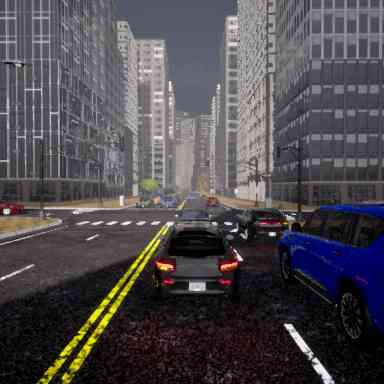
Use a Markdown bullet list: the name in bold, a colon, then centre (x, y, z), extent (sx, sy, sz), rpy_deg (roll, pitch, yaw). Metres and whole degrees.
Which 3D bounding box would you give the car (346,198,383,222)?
- **car**: centre (16.175, 1.519, 28.364), extent (5.009, 1.841, 2.192), rpy_deg (1, 0, 1)

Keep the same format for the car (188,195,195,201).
- **car**: centre (-0.074, 1.464, 80.776), extent (2.033, 1.411, 5.357), rpy_deg (0, 0, 0)

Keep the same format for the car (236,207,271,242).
- **car**: centre (3.336, 1.496, 16.243), extent (1.837, 1.490, 4.892), rpy_deg (0, 0, 0)

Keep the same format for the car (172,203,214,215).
- **car**: centre (0.086, 1.538, 17.514), extent (2.033, 1.411, 5.357), rpy_deg (0, 0, 0)

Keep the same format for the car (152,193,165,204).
- **car**: centre (-6.591, 1.166, 65.970), extent (2.150, 2.045, 5.566), rpy_deg (0, 0, 1)

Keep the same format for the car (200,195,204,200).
- **car**: centre (3.169, 1.436, 88.728), extent (1.812, 1.442, 4.674), rpy_deg (0, 0, 0)

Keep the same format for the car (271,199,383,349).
- **car**: centre (3.348, 1.218, 6.383), extent (2.150, 2.045, 5.566), rpy_deg (0, 0, 0)

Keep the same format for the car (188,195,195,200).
- **car**: centre (-0.083, 1.461, 90.673), extent (1.994, 1.385, 4.181), rpy_deg (0, 0, 0)

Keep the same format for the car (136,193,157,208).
- **car**: centre (-6.670, 1.318, 47.803), extent (2.097, 1.767, 4.553), rpy_deg (0, 0, 1)

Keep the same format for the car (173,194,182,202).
- **car**: centre (-3.321, 1.285, 77.348), extent (2.097, 1.767, 4.553), rpy_deg (0, 0, 0)

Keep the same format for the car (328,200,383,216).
- **car**: centre (16.886, 1.608, 34.135), extent (4.902, 1.511, 2.128), rpy_deg (0, 1, 1)

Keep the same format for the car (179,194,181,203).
- **car**: centre (-3.386, 1.503, 57.323), extent (2.033, 1.411, 5.357), rpy_deg (0, 0, 0)

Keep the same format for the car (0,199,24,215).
- **car**: centre (-18.546, 1.330, 31.481), extent (5.008, 1.535, 1.882), rpy_deg (1, 1, 1)

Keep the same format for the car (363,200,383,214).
- **car**: centre (21.776, 1.643, 36.656), extent (4.829, 1.417, 1.752), rpy_deg (1, 0, 1)

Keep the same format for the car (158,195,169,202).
- **car**: centre (-6.571, 1.471, 76.450), extent (2.033, 1.411, 5.357), rpy_deg (0, 0, 0)

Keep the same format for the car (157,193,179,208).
- **car**: centre (-3.389, 1.318, 47.851), extent (2.097, 1.767, 4.553), rpy_deg (0, 0, 0)

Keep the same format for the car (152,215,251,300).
- **car**: centre (0.092, 1.522, 8.240), extent (1.812, 1.442, 4.674), rpy_deg (0, 0, 0)

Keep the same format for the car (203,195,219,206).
- **car**: centre (3.265, 1.438, 53.179), extent (1.882, 1.535, 5.008), rpy_deg (0, 0, 0)
